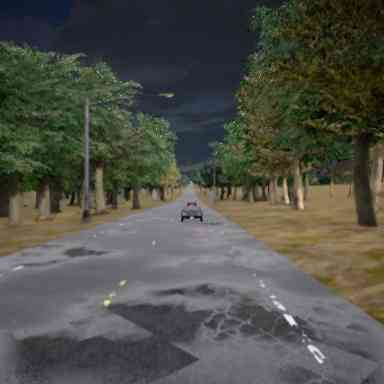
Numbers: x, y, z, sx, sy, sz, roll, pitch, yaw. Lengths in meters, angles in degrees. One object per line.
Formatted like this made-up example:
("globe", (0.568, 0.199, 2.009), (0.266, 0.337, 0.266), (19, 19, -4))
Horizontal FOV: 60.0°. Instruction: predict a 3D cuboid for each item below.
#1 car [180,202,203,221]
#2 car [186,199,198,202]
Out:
("car", (0.009, 1.831, 29.180), (1.895, 1.301, 4.718), (0, -1, 1))
("car", (-0.021, 2.037, 58.638), (1.882, 1.535, 5.008), (0, -1, 0))
